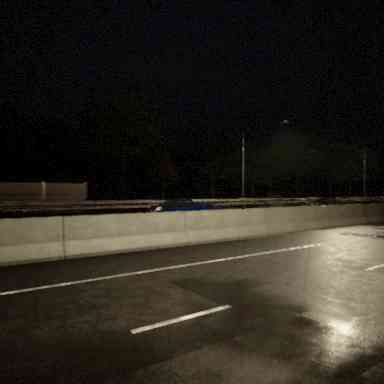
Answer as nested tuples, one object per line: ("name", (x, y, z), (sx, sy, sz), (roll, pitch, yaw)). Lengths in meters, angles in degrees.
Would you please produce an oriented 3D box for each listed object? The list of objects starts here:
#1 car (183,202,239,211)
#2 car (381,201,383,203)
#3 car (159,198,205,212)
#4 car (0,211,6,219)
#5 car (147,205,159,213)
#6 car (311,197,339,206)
("car", (1.880, 1.564, 22.527), (4.181, 1.385, 1.994), (0, 0, -35))
("car", (31.916, 1.562, 52.457), (5.357, 1.411, 2.033), (0, 0, -35))
("car", (0.288, 1.477, 25.691), (5.008, 1.535, 1.882), (0, 0, -35))
("car", (-15.603, 1.601, 22.958), (4.718, 1.301, 1.895), (0, 0, -35))
("car", (-1.590, 1.352, 28.649), (4.553, 1.767, 2.097), (0, 0, -35))
("car", (19.142, 1.512, 47.691), (4.892, 1.490, 1.837), (0, 0, -35))
